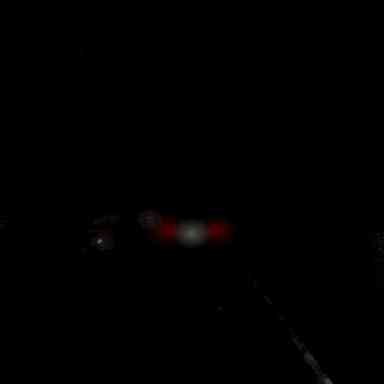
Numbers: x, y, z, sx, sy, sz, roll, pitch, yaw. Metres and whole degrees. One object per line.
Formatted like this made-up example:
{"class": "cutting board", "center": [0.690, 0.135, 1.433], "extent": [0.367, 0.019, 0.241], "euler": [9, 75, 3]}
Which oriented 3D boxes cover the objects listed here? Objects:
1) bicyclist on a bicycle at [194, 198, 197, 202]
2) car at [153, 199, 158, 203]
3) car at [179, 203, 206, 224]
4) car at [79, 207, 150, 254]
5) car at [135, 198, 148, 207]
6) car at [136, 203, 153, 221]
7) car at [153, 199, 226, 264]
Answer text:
{"class": "bicyclist on a bicycle", "center": [0.921, 2.303, 87.119], "extent": [0.866, 1.612, 1.509], "euler": [0, -1, 0]}
{"class": "car", "center": [-6.502, 2.156, 64.546], "extent": [2.128, 1.511, 4.902], "euler": [0, -1, 1]}
{"class": "car", "center": [0.031, 1.792, 28.488], "extent": [2.128, 1.511, 4.902], "euler": [0, 0, 0]}
{"class": "car", "center": [-3.215, 1.628, 14.243], "extent": [1.882, 1.535, 5.008], "euler": [0, 0, 1]}
{"class": "car", "center": [-9.750, 2.013, 64.594], "extent": [2.097, 1.767, 4.553], "euler": [0, -1, 1]}
{"class": "car", "center": [-3.223, 1.897, 28.244], "extent": [1.895, 1.301, 4.718], "euler": [0, -1, 0]}
{"class": "car", "center": [0.014, 1.358, 12.564], "extent": [2.150, 2.045, 5.566], "euler": [0, 0, 0]}
